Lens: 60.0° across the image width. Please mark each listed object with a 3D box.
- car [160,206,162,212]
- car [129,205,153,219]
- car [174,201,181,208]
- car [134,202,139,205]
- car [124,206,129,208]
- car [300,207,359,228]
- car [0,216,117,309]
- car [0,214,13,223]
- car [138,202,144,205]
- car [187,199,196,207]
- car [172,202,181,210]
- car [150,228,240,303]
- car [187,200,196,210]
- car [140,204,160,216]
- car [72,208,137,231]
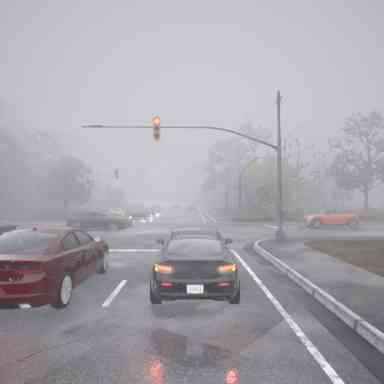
[{"bbox_3d":[-7.151,3.305,66.660,2.128,1.511,4.902,0,0,0],"label":"car"},{"bbox_3d":[-7.178,3.032,47.133,1.882,1.535,5.008,0,-2,1],"label":"car"},{"bbox_3d":[-3.769,3.220,86.847,1.812,1.442,4.674,0,0,-4],"label":"car"},{"bbox_3d":[-10.692,3.101,55.856,2.097,1.767,4.553,0,-1,0],"label":"car"},{"bbox_3d":[-10.688,3.028,46.997,1.882,1.535,5.008,0,-2,0],"label":"car"},{"bbox_3d":[11.754,2.161,28.625,4.553,1.767,2.097,0,-2,-2],"label":"car"},{"bbox_3d":[-3.433,1.555,8.081,1.882,1.535,5.008,0,-1,0],"label":"car"},{"bbox_3d":[-12.214,1.986,20.047,5.357,1.411,2.033,-2,-3,40],"label":"car"},{"bbox_3d":[-10.651,3.034,66.516,2.150,2.045,5.566,0,0,0],"label":"car"},{"bbox_3d":[-0.261,2.887,86.971,2.097,1.767,4.553,0,0,-4],"label":"car"},{"bbox_3d":[-3.649,3.350,76.936,1.895,1.301,4.718,0,0,0],"label":"car"},{"bbox_3d":[0.064,1.605,8.225,1.812,1.442,4.674,0,-1,0],"label":"car"},{"bbox_3d":[-0.150,3.298,77.237,1.994,1.385,4.181,0,0,0],"label":"car"},{"bbox_3d":[-7.194,3.251,56.603,2.128,1.511,4.902,0,-1,0],"label":"car"},{"bbox_3d":[-6.992,2.168,25.235,4.892,1.490,1.837,0,-2,5],"label":"car"}]
